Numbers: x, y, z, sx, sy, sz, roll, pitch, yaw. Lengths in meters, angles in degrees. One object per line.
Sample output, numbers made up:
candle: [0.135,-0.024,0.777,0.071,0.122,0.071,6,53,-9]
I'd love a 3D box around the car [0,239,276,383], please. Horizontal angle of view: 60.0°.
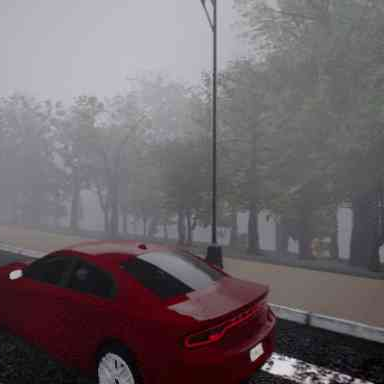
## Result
car: [-1.307,1.447,4.883,5.008,1.535,1.882,0,1,38]
